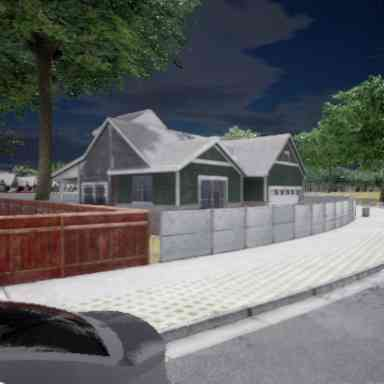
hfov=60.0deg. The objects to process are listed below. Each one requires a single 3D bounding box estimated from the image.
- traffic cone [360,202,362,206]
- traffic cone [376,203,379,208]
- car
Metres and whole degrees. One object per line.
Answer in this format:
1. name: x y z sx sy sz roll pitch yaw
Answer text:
1. traffic cone: 22.641 1.621 44.658 0.340 0.580 0.340 0 1 2
2. traffic cone: 22.249 1.666 39.909 0.340 0.580 0.340 0 1 7
3. car: -2.314 1.507 1.489 4.892 1.490 1.837 -1 0 -36
